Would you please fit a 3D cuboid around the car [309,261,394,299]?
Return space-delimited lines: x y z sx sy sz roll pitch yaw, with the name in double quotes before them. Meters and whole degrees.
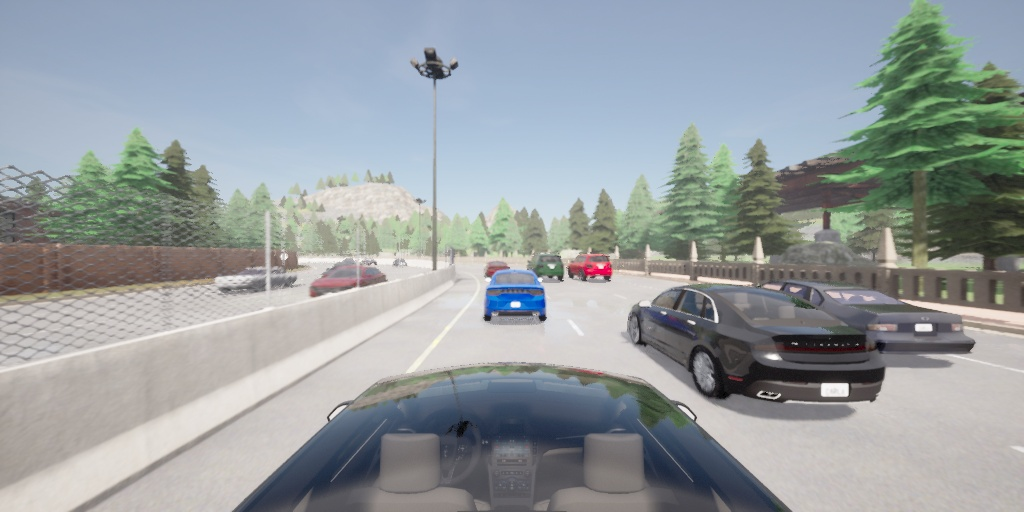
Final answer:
"car" -7.213 1.183 16.313 1.882 1.535 5.008 0 0 -2

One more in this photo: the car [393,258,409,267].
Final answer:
"car" -18.712 1.098 60.033 1.812 1.442 4.674 0 0 -27

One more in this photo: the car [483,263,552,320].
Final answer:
"car" 0.077 1.194 12.487 1.882 1.535 5.008 0 0 -1

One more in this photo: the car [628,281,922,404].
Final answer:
"car" 3.603 1.240 6.423 1.837 1.490 4.892 0 0 0

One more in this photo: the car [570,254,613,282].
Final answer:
"car" 6.052 0.888 28.401 2.150 2.045 5.566 0 0 -7

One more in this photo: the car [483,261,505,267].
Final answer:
"car" -1.383 1.138 30.753 1.882 1.535 5.008 0 0 -9

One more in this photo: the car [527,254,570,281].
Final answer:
"car" 2.525 0.889 28.389 2.150 2.045 5.566 0 0 -8

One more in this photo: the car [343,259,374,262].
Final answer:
"car" -11.261 1.185 24.519 1.837 1.490 4.892 1 0 -7

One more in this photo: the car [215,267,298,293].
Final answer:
"car" -14.319 1.293 20.418 1.895 1.301 4.718 0 0 -4

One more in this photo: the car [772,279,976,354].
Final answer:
"car" 7.103 1.275 8.699 2.033 1.411 5.357 0 0 0
